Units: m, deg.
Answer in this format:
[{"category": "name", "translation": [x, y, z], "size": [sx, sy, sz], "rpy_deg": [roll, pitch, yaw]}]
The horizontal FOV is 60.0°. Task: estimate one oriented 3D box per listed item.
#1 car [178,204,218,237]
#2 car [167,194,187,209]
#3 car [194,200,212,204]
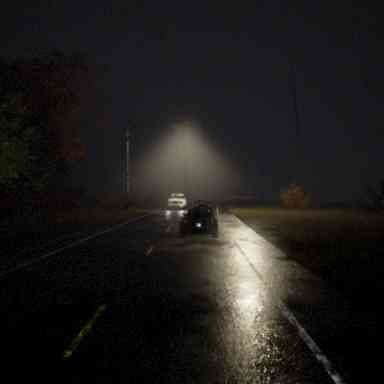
[{"category": "car", "translation": [0.387, 1.567, 18.033], "size": [1.994, 1.385, 4.181], "rpy_deg": [0, 0, 2]}, {"category": "car", "translation": [-1.942, 1.280, 44.072], "size": [2.150, 2.045, 5.566], "rpy_deg": [0, 0, 4]}, {"category": "car", "translation": [1.145, 1.567, 35.474], "size": [1.994, 1.385, 4.181], "rpy_deg": [0, 0, 3]}]
